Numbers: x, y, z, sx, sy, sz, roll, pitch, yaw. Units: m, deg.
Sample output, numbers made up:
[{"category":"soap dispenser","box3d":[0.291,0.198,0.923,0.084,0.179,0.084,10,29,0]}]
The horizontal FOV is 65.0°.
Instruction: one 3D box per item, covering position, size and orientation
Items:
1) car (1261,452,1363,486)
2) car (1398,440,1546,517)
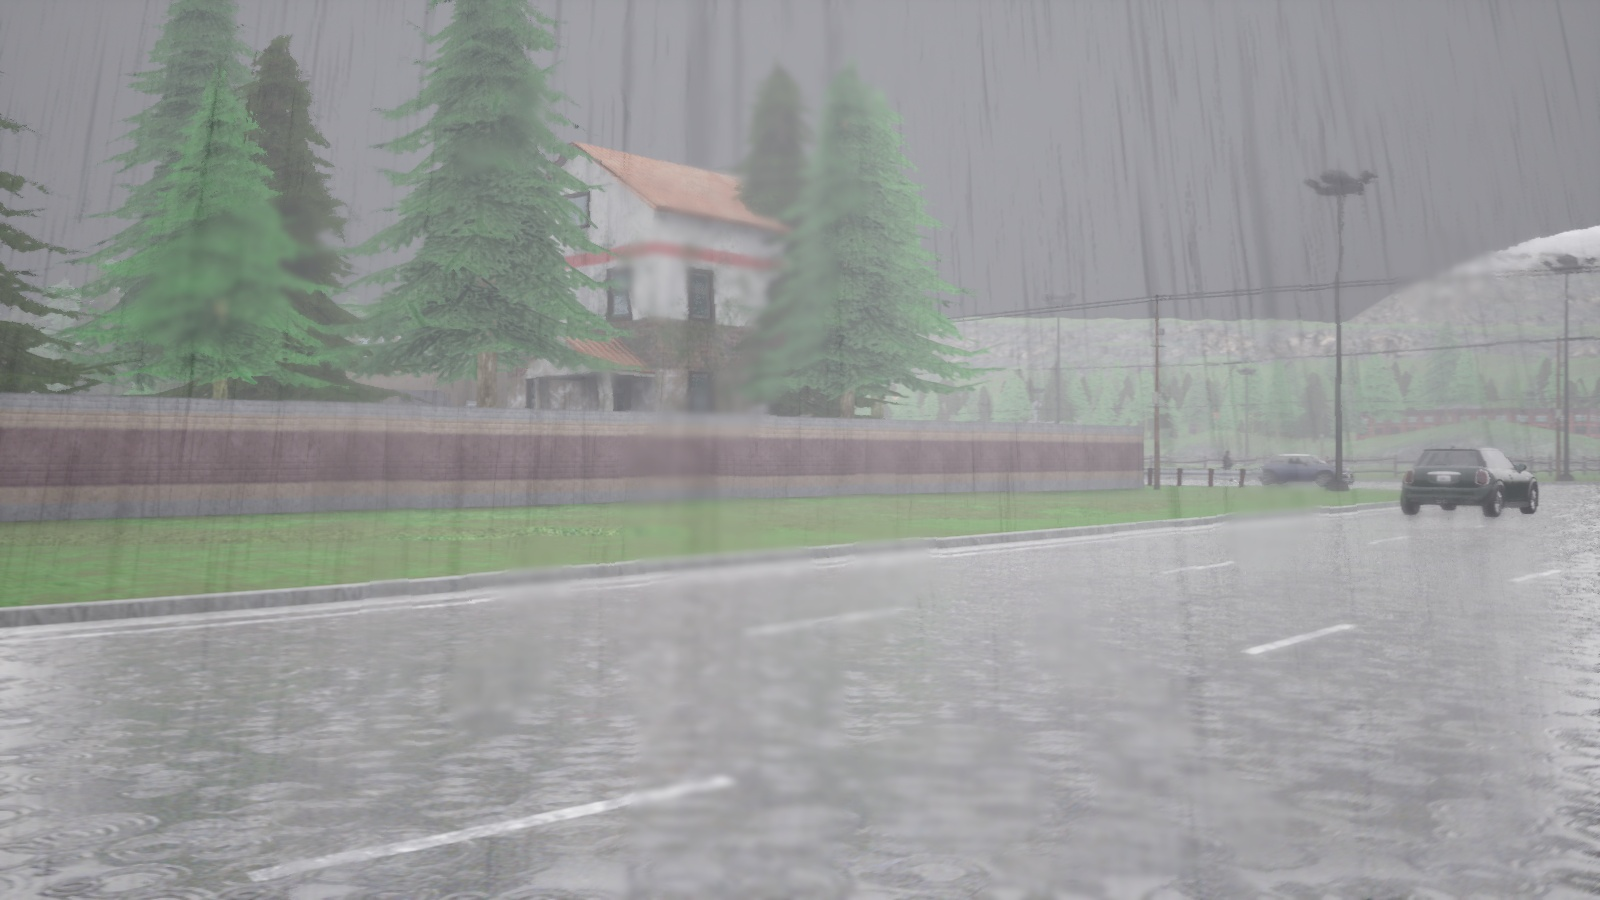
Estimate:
[{"category":"car","box3d":[23.223,0.837,57.023,3.806,1.475,1.970,0,0,43]},{"category":"car","box3d":[16.754,0.662,31.193,2.097,1.767,4.553,0,0,43]}]
